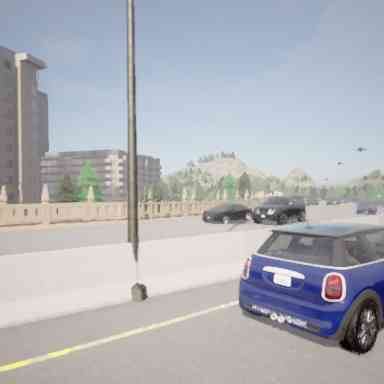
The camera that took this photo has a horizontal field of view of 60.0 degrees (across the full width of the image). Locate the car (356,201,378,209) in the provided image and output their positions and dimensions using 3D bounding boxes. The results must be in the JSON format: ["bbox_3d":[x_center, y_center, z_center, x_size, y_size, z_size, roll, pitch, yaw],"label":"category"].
[{"bbox_3d":[18.875,1.633,35.735,2.033,1.411,5.357,-1,0,30],"label":"car"}]

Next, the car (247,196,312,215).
[{"bbox_3d":[6.637,1.299,24.746,2.150,2.045,5.566,0,0,41],"label":"car"}]

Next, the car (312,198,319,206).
[{"bbox_3d":[22.223,1.809,61.231,1.994,1.385,4.181,-1,0,17],"label":"car"}]

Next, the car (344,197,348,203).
[{"bbox_3d":[33.236,1.764,73.719,1.812,1.442,4.674,-1,0,16],"label":"car"}]

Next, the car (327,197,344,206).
[{"bbox_3d":[25.576,1.714,60.210,2.128,1.511,4.902,-1,0,17],"label":"car"}]

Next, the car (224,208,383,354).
[{"bbox_3d":[3.037,1.362,6.414,4.553,1.767,2.097,0,0,-39],"label":"car"}]

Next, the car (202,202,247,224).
[{"bbox_3d":[2.839,1.575,25.768,1.882,1.535,5.008,0,0,41],"label":"car"}]
